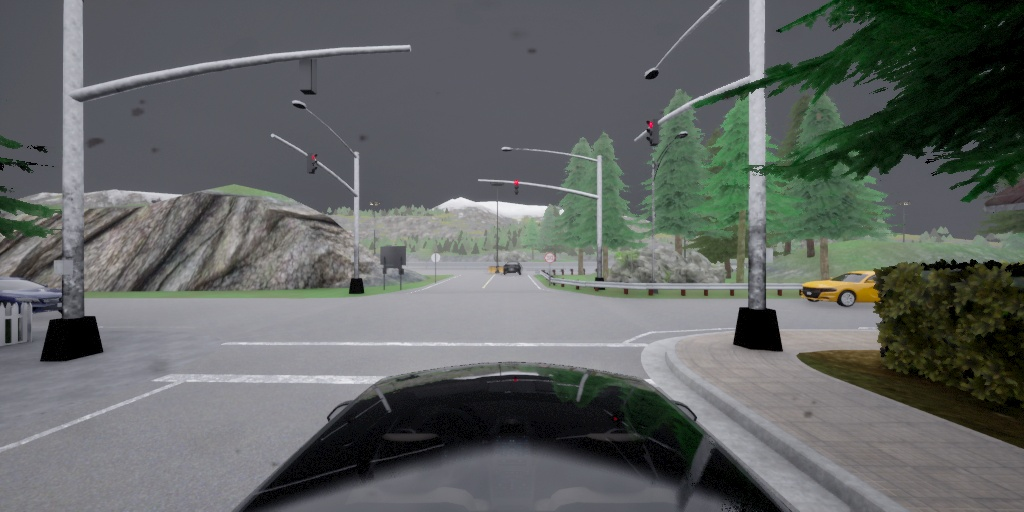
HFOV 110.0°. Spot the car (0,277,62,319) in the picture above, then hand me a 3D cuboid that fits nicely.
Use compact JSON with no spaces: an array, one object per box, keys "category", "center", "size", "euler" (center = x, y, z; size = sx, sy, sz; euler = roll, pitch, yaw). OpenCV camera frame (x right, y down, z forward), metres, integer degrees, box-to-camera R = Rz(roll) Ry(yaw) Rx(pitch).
[{"category":"car","center":[-18.276,1.467,12.714],"size":[4.674,1.442,1.812],"euler":[0,0,0]}]

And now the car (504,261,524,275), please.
[{"category":"car","center":[0.259,1.343,40.630],"size":[1.882,1.535,5.008],"euler":[-1,-2,7]}]

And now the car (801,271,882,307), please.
[{"category":"car","center":[15.958,1.419,16.220],"size":[5.008,1.535,1.882],"euler":[0,0,0]}]
